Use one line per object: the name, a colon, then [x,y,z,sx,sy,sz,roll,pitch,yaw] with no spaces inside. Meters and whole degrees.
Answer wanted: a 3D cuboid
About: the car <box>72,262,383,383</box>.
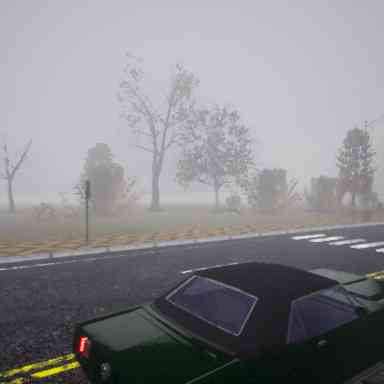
car: [1.142,1.599,4.175,4.718,1.301,1.895,0,0,-35]
